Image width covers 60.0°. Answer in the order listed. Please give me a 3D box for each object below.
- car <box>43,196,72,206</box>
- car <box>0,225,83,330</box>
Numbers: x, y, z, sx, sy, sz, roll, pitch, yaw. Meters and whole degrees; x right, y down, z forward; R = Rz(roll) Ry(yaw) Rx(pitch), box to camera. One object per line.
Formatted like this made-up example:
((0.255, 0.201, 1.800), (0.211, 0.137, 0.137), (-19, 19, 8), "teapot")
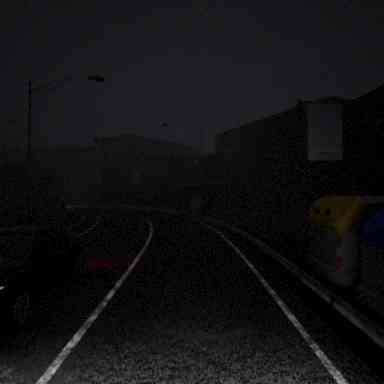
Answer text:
((-18.449, 1.173, 45.643), (4.718, 1.301, 1.895), (1, 0, 40), "car")
((-3.681, 1.478, 6.920), (1.812, 1.442, 4.674), (0, 0, -1), "car")
